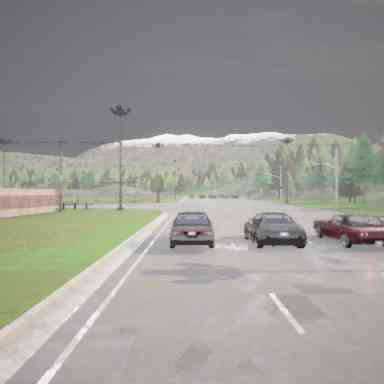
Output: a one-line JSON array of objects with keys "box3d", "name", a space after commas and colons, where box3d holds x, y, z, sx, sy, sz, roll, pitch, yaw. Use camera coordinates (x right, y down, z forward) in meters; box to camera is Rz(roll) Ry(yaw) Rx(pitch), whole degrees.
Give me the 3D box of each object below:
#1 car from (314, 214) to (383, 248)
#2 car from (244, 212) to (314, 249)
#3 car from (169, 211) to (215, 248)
[{"box3d": [7.000, 1.614, 14.652, 1.895, 1.301, 4.718, 0, 0, 0], "name": "car"}, {"box3d": [3.500, 1.570, 14.622, 1.994, 1.385, 4.181, 0, 0, 0], "name": "car"}, {"box3d": [0.000, 1.560, 14.622, 2.033, 1.411, 5.357, 0, 0, 0], "name": "car"}]
